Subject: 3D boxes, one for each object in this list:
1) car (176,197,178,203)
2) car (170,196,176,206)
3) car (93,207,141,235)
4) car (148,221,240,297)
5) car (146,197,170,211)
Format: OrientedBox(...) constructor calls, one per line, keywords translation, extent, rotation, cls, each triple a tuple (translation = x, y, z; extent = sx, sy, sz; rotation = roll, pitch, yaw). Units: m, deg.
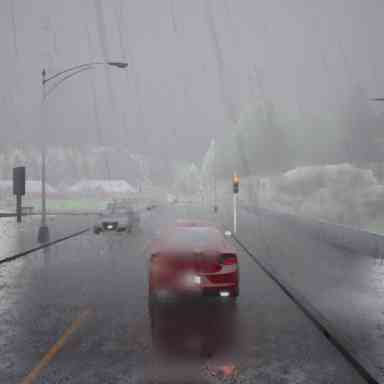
OrientedBox(translation=(-4.060, 1.524, 69.688), extent=(1.812, 1.442, 4.674), rotation=(0, 0, 0), cls="car")
OrientedBox(translation=(-4.136, 1.525, 54.546), extent=(1.812, 1.442, 4.674), rotation=(0, 0, 0), cls="car")
OrientedBox(translation=(-4.116, 1.563, 18.749), extent=(1.994, 1.385, 4.181), rotation=(0, 0, 0), cls="car")
OrientedBox(translation=(0.052, 1.478, 8.630), extent=(1.882, 1.535, 5.008), rotation=(0, 0, 0), cls="car")
OrientedBox(translation=(-4.186, 1.564, 39.714), extent=(1.994, 1.385, 4.181), rotation=(0, 0, 2), cls="car")
